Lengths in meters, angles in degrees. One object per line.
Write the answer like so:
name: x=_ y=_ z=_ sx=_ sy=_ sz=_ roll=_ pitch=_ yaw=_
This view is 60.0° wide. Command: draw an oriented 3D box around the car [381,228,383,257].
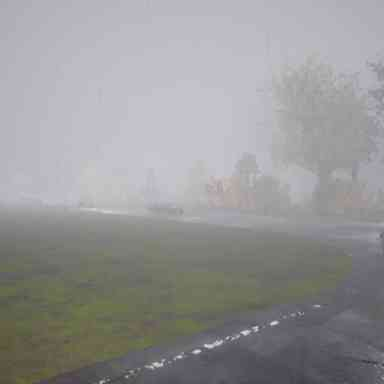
car: x=6.823 y=1.494 z=9.847 sx=2.128 sy=1.511 sz=4.902 roll=0 pitch=0 yaw=24

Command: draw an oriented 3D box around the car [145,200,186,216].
car: x=-2.674 y=1.791 z=34.817 sx=1.895 sy=1.301 sz=4.718 roll=0 pitch=0 yaw=-37

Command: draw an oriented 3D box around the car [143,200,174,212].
car: x=-4.408 y=1.758 z=43.376 sx=1.812 sy=1.442 sz=4.674 roll=0 pitch=0 yaw=-36

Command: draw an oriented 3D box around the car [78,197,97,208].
car: x=-17.416 y=1.693 z=55.283 sx=2.097 sy=1.767 sz=4.553 roll=0 pitch=0 yaw=-35
